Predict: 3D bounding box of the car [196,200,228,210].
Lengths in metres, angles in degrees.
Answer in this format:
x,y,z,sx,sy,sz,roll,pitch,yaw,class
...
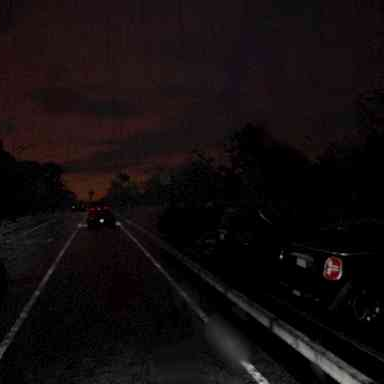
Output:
x,y,z,sx,sy,sz,roll,pitch,yaw,class
3.376,2.221,56.975,5.008,1.535,2.097,-1,-1,-16,car

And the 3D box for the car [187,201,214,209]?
x,y,z,sx,sy,sz,roll,pitch,yaw,class
1.567,2.418,63.267,4.674,1.452,2.002,-1,-1,-16,car

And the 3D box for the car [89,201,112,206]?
x,y,z,sx,sy,sz,roll,pitch,yaw,class
-11.154,2.062,40.104,2.150,2.045,5.566,-1,-1,-16,car

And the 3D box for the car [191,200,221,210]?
x,y,z,sx,sy,sz,roll,pitch,yaw,class
2.465,2.301,60.118,4.892,1.521,2.231,-1,-1,-16,car

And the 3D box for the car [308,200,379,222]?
x,y,z,sx,sy,sz,roll,pitch,yaw,class
12.068,1.473,26.568,5.008,1.535,2.097,-1,-1,-16,car

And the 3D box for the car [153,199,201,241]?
x,y,z,sx,sy,sz,roll,pitch,yaw,class
1.056,1.366,17.626,5.566,2.045,2.435,-1,-1,-16,car

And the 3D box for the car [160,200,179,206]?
x,y,z,sx,sy,sz,roll,pitch,yaw,class
-6.037,3.077,89.693,4.674,1.452,2.002,-1,-1,-16,car

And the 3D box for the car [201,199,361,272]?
x,y,z,sx,sy,sz,roll,pitch,yaw,class
3.375,1.221,9.544,5.566,2.045,2.435,-1,-1,-16,car

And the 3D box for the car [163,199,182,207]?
x,y,z,sx,sy,sz,roll,pitch,yaw,class
-5.099,2.833,86.669,4.553,1.767,2.185,-1,-1,-16,car

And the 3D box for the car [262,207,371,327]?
x,y,z,sx,sy,sz,roll,pitch,yaw,class
4.094,1.305,6.834,4.553,1.767,2.185,-1,0,-16,car

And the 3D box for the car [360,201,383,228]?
x,y,z,sx,sy,sz,roll,pitch,yaw,class
13.611,1.360,21.219,5.008,1.535,2.097,-1,-1,-16,car

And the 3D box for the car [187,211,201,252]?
x,y,z,sx,sy,sz,roll,pitch,yaw,class
2.585,1.518,12.231,4.892,1.521,2.231,-1,-1,-16,car

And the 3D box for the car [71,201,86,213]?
x,y,z,sx,sy,sz,roll,pitch,yaw,class
-20.074,2.630,59.083,2.150,2.045,5.566,-1,-1,-16,car

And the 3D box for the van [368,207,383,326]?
x,y,z,sx,sy,sz,roll,pitch,yaw,class
4.786,1.166,4.117,4.442,1.987,1.878,-1,-1,-16,van

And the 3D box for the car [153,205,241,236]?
x,y,z,sx,sy,sz,roll,pitch,yaw,class
0.258,1.674,20.306,4.892,1.521,2.231,-1,-1,-16,car

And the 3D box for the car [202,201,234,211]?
x,y,z,sx,sy,sz,roll,pitch,yaw,class
4.236,2.187,53.946,4.674,1.452,2.002,-1,-1,-16,car

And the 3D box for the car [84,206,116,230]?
x,y,z,sx,sy,sz,roll,pitch,yaw,class
-6.859,2.027,25.170,1.994,1.385,4.181,-1,-1,-16,car

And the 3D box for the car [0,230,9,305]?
x,y,z,sx,sy,sz,roll,pitch,yaw,class
-4.641,1.375,5.318,2.150,2.045,5.566,-1,-1,-16,car
